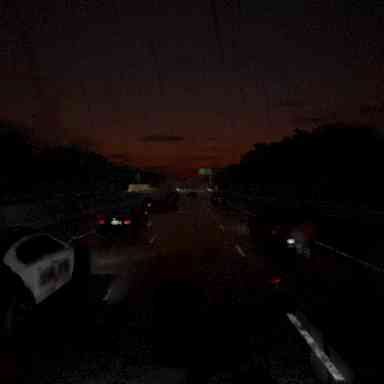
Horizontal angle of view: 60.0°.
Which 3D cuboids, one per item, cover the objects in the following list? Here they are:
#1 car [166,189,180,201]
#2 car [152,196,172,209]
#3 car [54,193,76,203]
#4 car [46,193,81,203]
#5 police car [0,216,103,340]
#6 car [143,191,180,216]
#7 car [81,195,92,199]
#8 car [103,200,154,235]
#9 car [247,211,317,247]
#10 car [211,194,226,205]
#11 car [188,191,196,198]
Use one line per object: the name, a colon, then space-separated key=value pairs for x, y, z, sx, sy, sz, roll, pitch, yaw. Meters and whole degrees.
car: x=-3.478 y=0.570 z=61.568 sx=2.150 sy=2.045 sz=5.566 roll=0 pitch=1 yaw=0
car: x=-3.486 y=1.168 z=39.542 sx=1.994 sy=1.385 sz=4.181 roll=0 pitch=1 yaw=0
car: x=-21.008 y=0.956 z=55.216 sx=1.812 sy=1.442 sz=4.674 roll=0 pitch=1 yaw=1
car: x=-14.066 y=1.123 z=35.893 sx=1.882 sy=1.535 sz=5.008 roll=0 pitch=1 yaw=0
police car: x=-3.497 y=1.449 z=6.542 sx=2.038 sy=1.542 sz=4.974 roll=0 pitch=0 yaw=0
car: x=-2.961 y=1.068 z=29.368 sx=2.097 sy=1.767 sz=4.553 roll=0 pitch=1 yaw=15
car: x=-17.517 y=1.054 z=52.995 sx=1.895 sy=1.301 sz=4.718 roll=0 pitch=1 yaw=1
car: x=-3.493 y=1.389 z=17.541 sx=2.033 sy=1.411 sz=5.357 roll=0 pitch=1 yaw=0
car: x=3.607 y=1.473 z=14.314 sx=1.895 sy=1.301 sz=4.718 roll=0 pitch=1 yaw=0
car: x=3.616 y=1.028 z=45.668 sx=2.128 sy=1.511 sz=4.902 roll=0 pitch=1 yaw=0
car: x=0.029 y=0.599 z=81.264 sx=1.837 sy=1.490 sz=4.892 roll=0 pitch=1 yaw=0
